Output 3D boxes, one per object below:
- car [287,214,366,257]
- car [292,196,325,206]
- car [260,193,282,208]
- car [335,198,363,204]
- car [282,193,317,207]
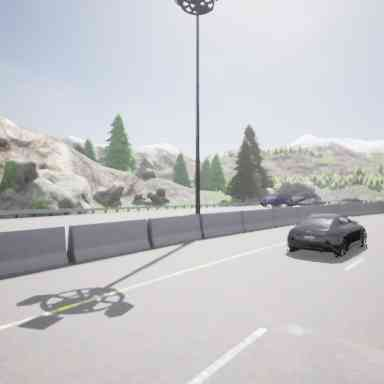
[{"bbox_3d":[5.390,1.551,13.104,1.994,1.385,4.181,0,0,40],"label":"car"},{"bbox_3d":[15.150,1.526,42.225,4.181,1.385,1.994,0,0,-39],"label":"car"},{"bbox_3d":[12.468,1.184,49.054,5.566,2.045,2.150,0,0,-38],"label":"car"},{"bbox_3d":[19.473,1.465,41.207,4.892,1.490,1.837,1,0,-38],"label":"car"},{"bbox_3d":[15.723,1.185,47.162,5.566,2.045,2.150,0,0,-37],"label":"car"}]
